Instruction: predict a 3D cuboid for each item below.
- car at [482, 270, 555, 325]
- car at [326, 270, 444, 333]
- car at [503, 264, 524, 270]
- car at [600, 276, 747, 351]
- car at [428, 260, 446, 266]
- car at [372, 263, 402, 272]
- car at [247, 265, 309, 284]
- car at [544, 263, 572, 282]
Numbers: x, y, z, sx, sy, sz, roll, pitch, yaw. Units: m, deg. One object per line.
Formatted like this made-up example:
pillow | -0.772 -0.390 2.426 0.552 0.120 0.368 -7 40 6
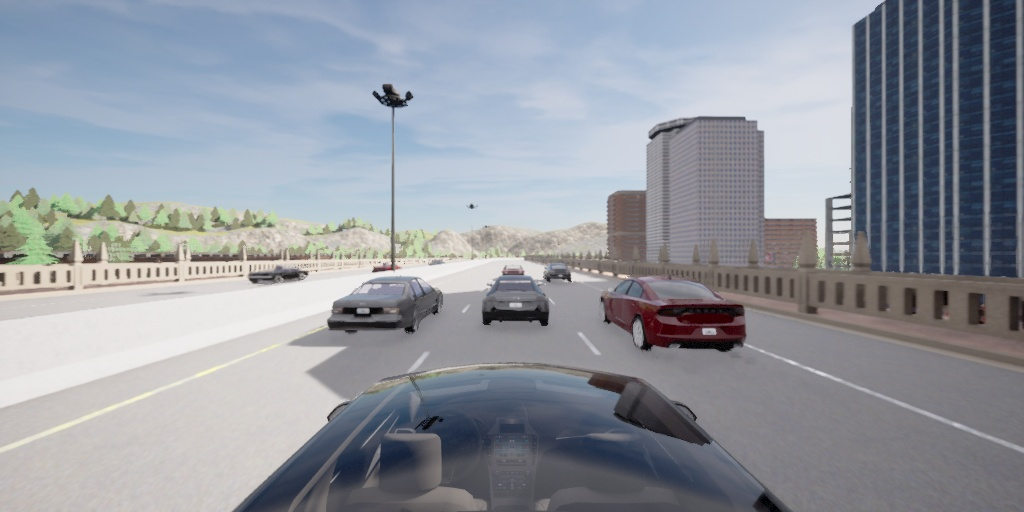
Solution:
car | 0.104 1.318 11.855 1.994 1.385 4.181 0 0 0
car | -3.397 1.300 10.692 2.033 1.411 5.357 0 0 0
car | 0.111 1.386 31.551 1.895 1.301 4.718 0 0 0
car | 3.603 1.229 9.019 1.882 1.535 5.008 0 0 0
car | -10.518 1.338 50.523 1.837 1.490 4.892 0 -1 1
car | -14.052 1.407 40.521 1.895 1.301 4.718 0 0 0
car | -17.580 1.377 27.201 1.895 1.301 4.718 0 0 0
car | 3.610 1.306 28.966 1.812 1.442 4.674 0 0 0
